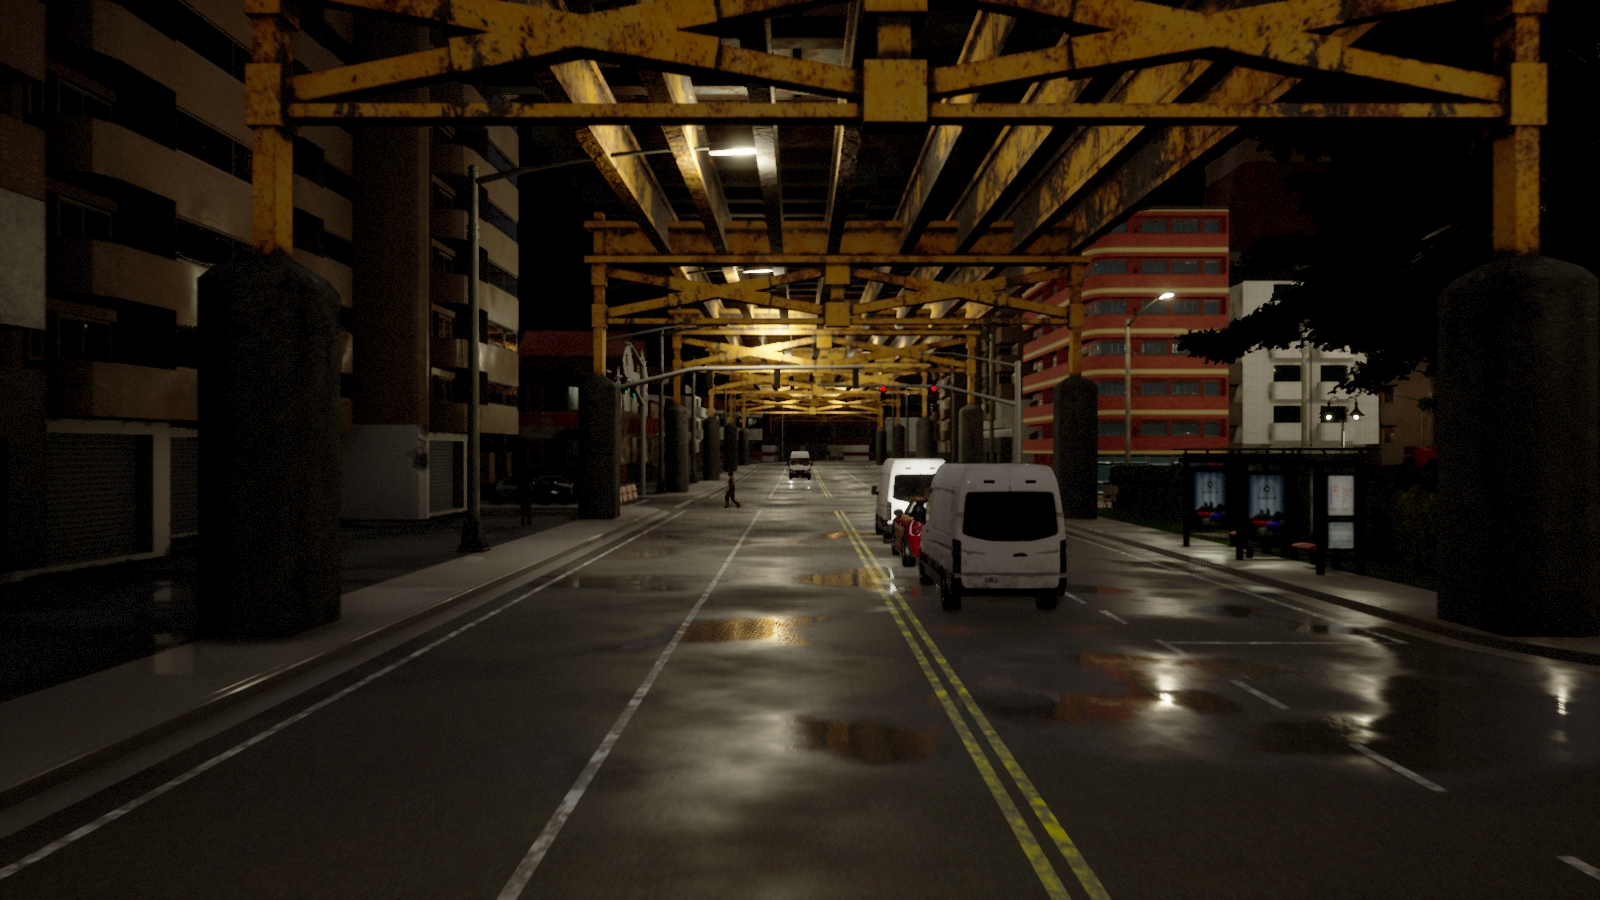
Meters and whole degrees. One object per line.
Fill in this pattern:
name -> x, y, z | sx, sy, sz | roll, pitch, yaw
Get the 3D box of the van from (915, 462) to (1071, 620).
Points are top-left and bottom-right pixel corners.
van -> 3.489, 1.533, 21.887 | 1.988, 2.561, 5.915 | 0, 0, 0

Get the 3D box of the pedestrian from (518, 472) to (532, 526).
pedestrian -> -9.512, 1.699, 39.544 | 0.375, 1.860, 0.375 | 0, 0, 4

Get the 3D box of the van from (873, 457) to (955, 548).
van -> 3.479, 1.532, 35.890 | 1.988, 2.561, 5.915 | 0, 0, 0

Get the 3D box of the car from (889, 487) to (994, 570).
car -> 3.468, 1.904, 28.910 | 2.097, 1.767, 4.553 | 0, 0, 0
